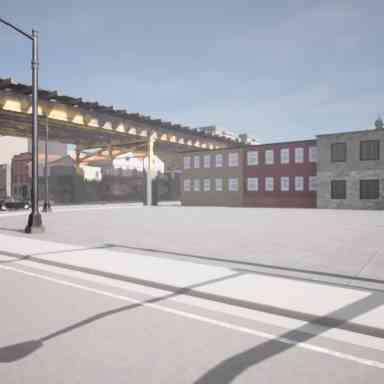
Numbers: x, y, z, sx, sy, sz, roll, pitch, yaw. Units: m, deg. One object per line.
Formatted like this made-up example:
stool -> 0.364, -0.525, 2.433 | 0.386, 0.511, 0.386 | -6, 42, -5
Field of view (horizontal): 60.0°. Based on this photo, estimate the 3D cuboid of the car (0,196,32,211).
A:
car -> -21.707, 1.491, 39.867 | 2.128, 1.511, 4.902 | 0, 0, 24

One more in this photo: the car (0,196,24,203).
car -> -31.899, 1.295, 57.865 | 4.536, 1.218, 1.853 | 0, 0, 6

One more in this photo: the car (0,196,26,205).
car -> -31.847, 1.452, 57.860 | 4.974, 1.542, 2.038 | 0, 0, 6

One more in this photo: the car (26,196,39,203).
car -> -28.348, 1.295, 59.145 | 1.853, 1.218, 4.536 | 0, 0, -24
